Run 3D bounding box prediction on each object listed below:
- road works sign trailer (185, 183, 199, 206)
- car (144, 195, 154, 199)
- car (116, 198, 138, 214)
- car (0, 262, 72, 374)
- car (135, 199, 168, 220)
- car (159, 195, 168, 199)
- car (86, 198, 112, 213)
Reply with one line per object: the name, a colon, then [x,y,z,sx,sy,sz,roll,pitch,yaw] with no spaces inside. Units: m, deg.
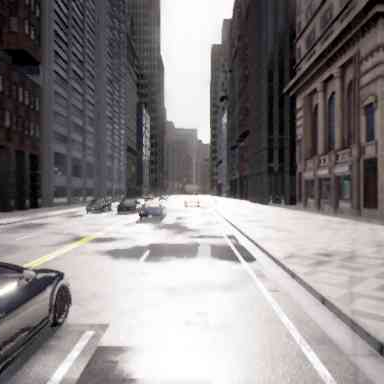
road works sign trailer: [0.010,0.395,53.606,2.380,3.560,2.880,0,0,0]
car: [-9.736,1.378,75.876,1.882,1.535,5.008,0,0,0]
car: [-6.587,1.410,34.957,1.882,1.535,5.008,0,0,0]
car: [-3.151,1.549,4.311,1.994,1.385,4.181,0,0,0]
car: [-3.145,1.540,27.343,1.895,1.301,4.718,0,0,0]
car: [-6.486,1.453,75.875,1.994,1.385,4.181,0,0,0]
car: [-9.836,1.439,35.470,1.837,1.490,4.892,0,0,0]
